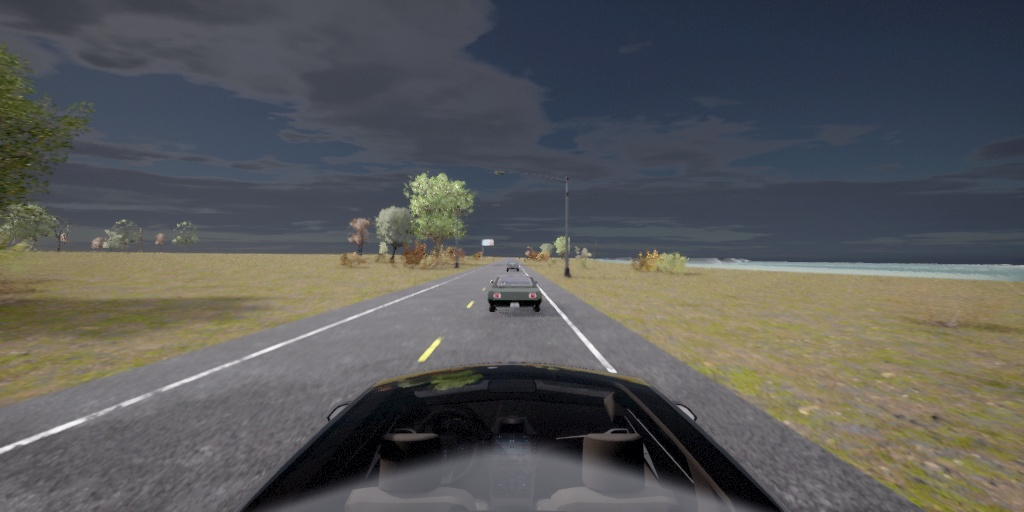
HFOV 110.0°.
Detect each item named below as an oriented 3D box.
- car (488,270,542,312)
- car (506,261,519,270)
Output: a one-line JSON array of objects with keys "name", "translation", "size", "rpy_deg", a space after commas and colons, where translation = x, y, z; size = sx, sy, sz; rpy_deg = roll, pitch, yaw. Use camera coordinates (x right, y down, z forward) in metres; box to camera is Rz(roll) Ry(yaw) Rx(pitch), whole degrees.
[{"name": "car", "translation": [0.101, 1.398, 14.518], "size": [1.895, 1.301, 4.718], "rpy_deg": [0, 0, 0]}, {"name": "car", "translation": [0.103, 1.470, 53.260], "size": [2.033, 1.411, 5.357], "rpy_deg": [0, 0, 0]}]
